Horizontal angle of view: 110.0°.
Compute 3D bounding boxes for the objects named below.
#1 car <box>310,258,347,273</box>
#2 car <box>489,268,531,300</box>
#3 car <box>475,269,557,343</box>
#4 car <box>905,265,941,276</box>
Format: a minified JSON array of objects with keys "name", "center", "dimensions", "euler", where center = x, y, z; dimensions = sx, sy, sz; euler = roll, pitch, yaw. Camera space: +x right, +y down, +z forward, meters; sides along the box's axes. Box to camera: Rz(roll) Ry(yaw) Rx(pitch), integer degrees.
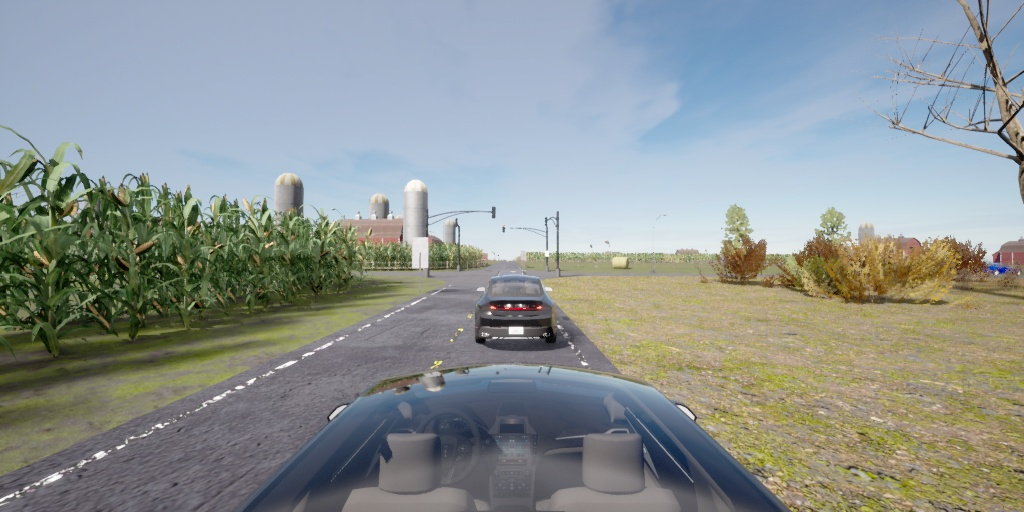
[{"name":"car","center":[-19.832,0.930,37.646],"dimensions":[4.553,1.767,2.097],"euler":[0,-1,-3]},{"name":"car","center":[0.031,1.360,18.813],"dimensions":[1.895,1.301,4.718],"euler":[0,0,4]},{"name":"car","center":[0.079,1.259,9.662],"dimensions":[1.837,1.490,4.892],"euler":[0,0,0]},{"name":"car","center":[48.555,1.768,42.531],"dimensions":[4.181,1.385,1.994],"euler":[1,-1,-5]}]
